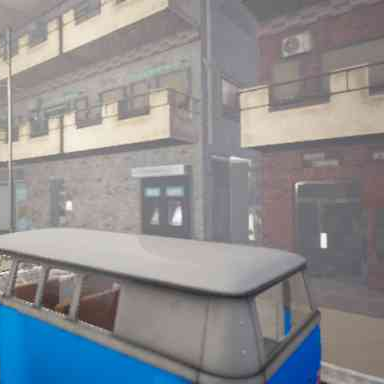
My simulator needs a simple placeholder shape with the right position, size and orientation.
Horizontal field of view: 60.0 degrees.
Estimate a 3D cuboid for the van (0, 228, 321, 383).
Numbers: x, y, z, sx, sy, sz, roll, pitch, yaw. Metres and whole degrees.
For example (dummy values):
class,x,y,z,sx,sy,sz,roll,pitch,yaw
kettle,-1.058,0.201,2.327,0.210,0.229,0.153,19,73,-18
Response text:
class,x,y,z,sx,sy,sz,roll,pitch,yaw
van,-0.778,1.347,3.400,3.998,1.788,1.690,0,-1,35
